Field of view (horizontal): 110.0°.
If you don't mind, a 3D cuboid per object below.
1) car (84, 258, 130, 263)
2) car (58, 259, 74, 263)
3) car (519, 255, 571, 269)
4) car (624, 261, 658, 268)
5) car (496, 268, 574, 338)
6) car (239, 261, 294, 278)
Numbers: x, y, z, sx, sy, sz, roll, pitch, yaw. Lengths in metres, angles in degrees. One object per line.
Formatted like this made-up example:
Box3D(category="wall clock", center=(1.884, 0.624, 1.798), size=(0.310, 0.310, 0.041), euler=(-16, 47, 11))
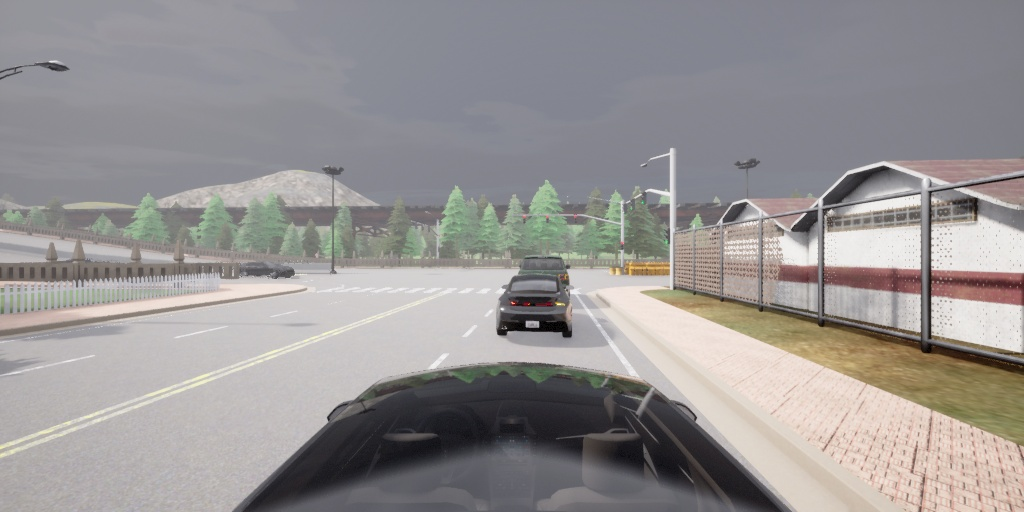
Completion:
Box3D(category="car", center=(-33.853, 1.137, 30.732), size=(4.892, 1.490, 1.837), euler=(1, 0, 4))
Box3D(category="car", center=(-40.985, 0.888, 34.758), size=(4.718, 1.301, 1.895), euler=(4, 0, 4))
Box3D(category="car", center=(1.467, 0.971, 16.300), size=(2.150, 2.045, 5.566), euler=(0, 0, 7))
Box3D(category="car", center=(15.786, 1.351, 41.499), size=(4.718, 1.301, 1.895), euler=(0, 0, 4))
Box3D(category="car", center=(0.706, 1.255, 10.289), size=(1.837, 1.490, 4.892), euler=(0, 0, 6))
Box3D(category="car", center=(-22.986, 1.248, 33.475), size=(4.892, 1.490, 1.837), euler=(0, 0, 4))
